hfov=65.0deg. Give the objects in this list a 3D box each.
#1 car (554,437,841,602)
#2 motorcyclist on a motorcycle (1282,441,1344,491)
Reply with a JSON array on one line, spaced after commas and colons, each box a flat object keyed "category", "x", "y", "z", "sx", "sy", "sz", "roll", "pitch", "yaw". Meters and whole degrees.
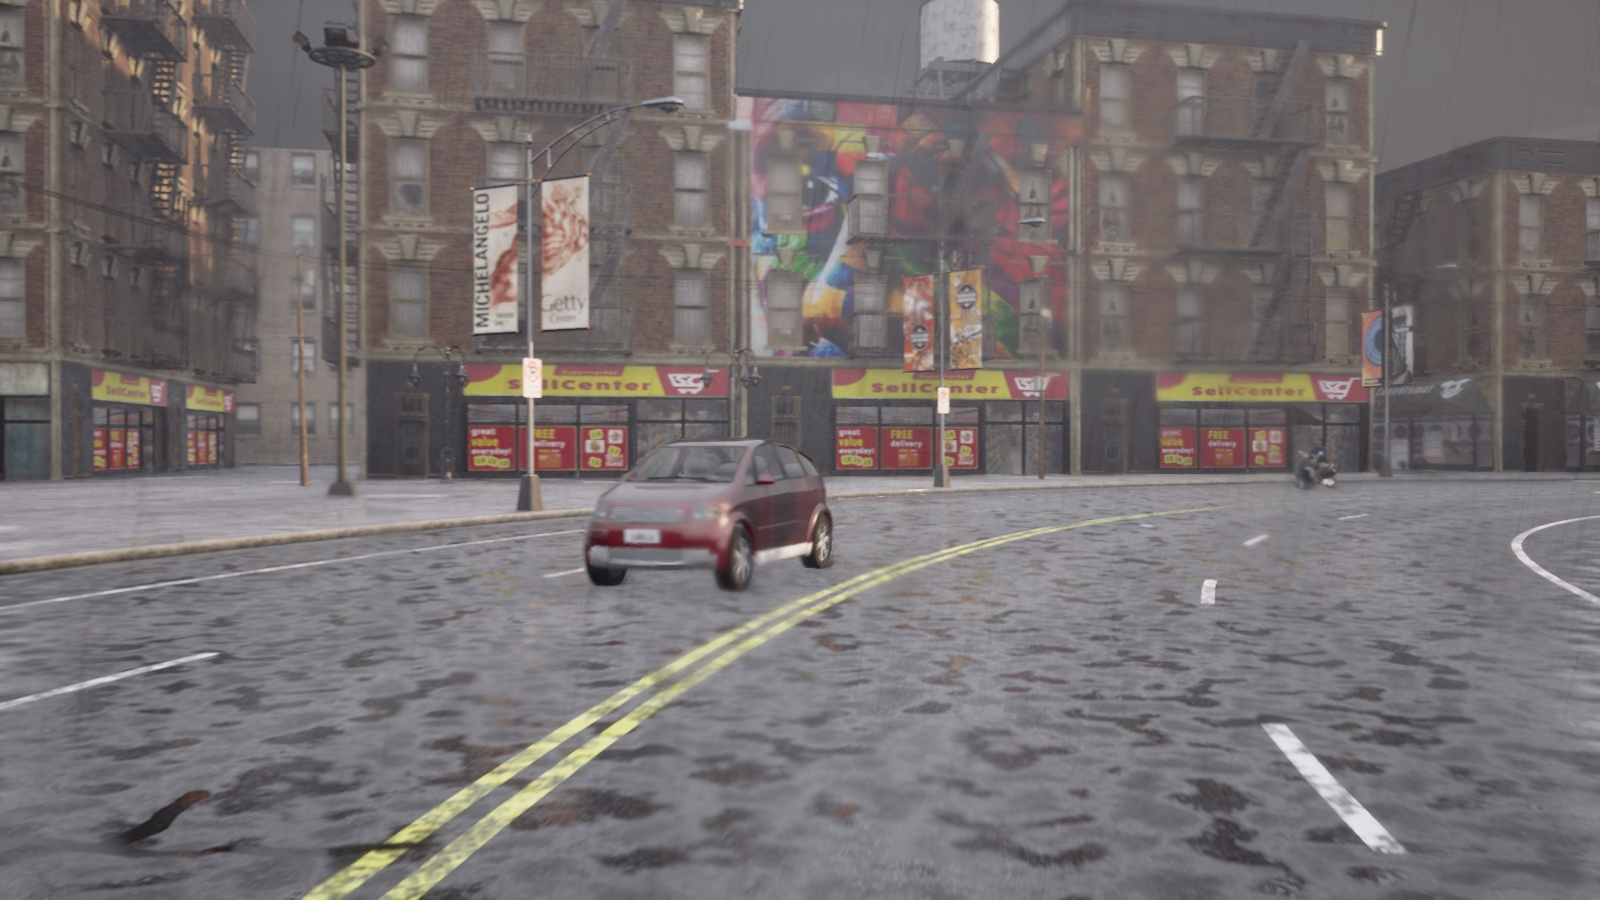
[{"category": "car", "x": -0.964, "y": 0.645, "z": 13.854, "sx": 1.789, "sy": 1.549, "sz": 3.705, "roll": 0, "pitch": 0, "yaw": 20}, {"category": "motorcyclist on a motorcycle", "x": 16.515, "y": 0.501, "z": 40.419, "sx": 1.817, "sy": 1.590, "sz": 0.866, "roll": 0, "pitch": 1, "yaw": -27}]
